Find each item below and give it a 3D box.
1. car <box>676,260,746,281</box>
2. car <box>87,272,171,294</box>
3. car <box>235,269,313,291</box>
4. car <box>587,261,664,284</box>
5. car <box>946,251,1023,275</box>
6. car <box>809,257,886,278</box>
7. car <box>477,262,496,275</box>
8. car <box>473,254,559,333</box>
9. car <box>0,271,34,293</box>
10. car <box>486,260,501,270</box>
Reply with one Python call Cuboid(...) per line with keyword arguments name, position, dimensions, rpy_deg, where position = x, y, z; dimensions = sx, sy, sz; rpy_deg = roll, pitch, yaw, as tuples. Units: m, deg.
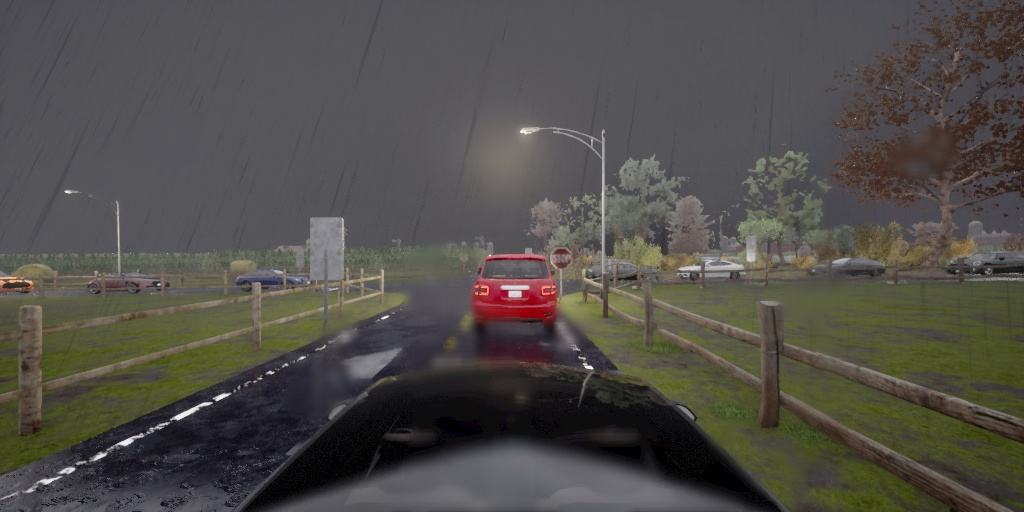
Cuboid(name="car", position=(14.566, 1.001, 26.367), dimensions=(4.674, 1.442, 1.812), rpy_deg=(-1, 0, 1))
Cuboid(name="car", position=(-25.782, 1.780, 24.203), dimensions=(4.181, 1.385, 1.994), rpy_deg=(-1, 0, 1))
Cuboid(name="car", position=(-15.864, 1.557, 23.968), dimensions=(4.674, 1.442, 1.812), rpy_deg=(-1, 0, 3))
Cuboid(name="car", position=(7.479, 1.096, 23.963), dimensions=(4.902, 1.511, 2.128), rpy_deg=(-1, 0, 10))
Cuboid(name="car", position=(34.605, 0.482, 25.968), dimensions=(4.553, 1.767, 2.097), rpy_deg=(-1, 0, 1))
Cuboid(name="car", position=(24.434, 0.829, 26.173), dimensions=(4.674, 1.442, 1.812), rpy_deg=(-1, 0, 1))
Cuboid(name="car", position=(-2.819, 1.383, 40.749), dimensions=(1.895, 1.301, 4.718), rpy_deg=(0, 0, 0))
Cuboid(name="car", position=(0.150, 0.973, 10.942), dimensions=(2.150, 2.045, 5.566), rpy_deg=(0, 0, 2))
Cuboid(name="car", position=(-35.803, 1.759, 24.406), dimensions=(4.553, 1.767, 2.097), rpy_deg=(-1, 0, 1))
Cuboid(name="car", position=(-2.804, 1.351, 54.617), dimensions=(2.033, 1.411, 5.357), rpy_deg=(0, 0, 0))
